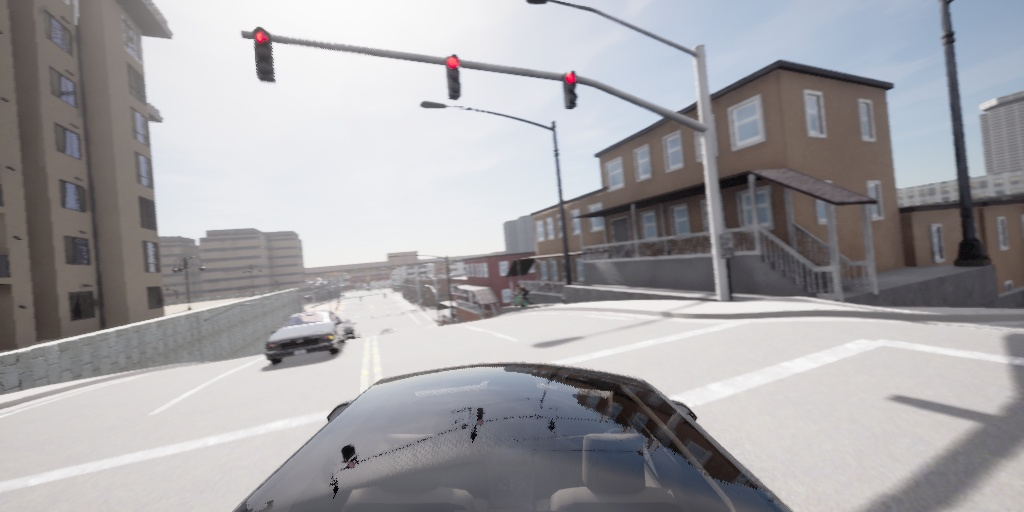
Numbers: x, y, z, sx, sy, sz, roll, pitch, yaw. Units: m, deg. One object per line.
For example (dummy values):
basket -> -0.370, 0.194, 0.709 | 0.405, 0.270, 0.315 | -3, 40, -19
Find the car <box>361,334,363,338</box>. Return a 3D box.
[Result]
car -> -13.915, 7.229, 30.919 | 1.895, 1.301, 4.718 | -5, -13, -22

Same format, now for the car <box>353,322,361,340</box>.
car -> -10.479, 4.597, 21.770 | 1.812, 1.442, 4.674 | -5, -12, -22

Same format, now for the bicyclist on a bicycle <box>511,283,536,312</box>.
bicyclist on a bicycle -> 0.621, 2.404, 21.158 | 1.656, 1.620, 0.582 | -6, -8, -21

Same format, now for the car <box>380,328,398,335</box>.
car -> -14.197, 9.481, 42.045 | 1.895, 1.301, 4.718 | -5, -10, -22

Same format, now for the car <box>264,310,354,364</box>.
car -> -6.942, 2.646, 12.544 | 2.033, 1.411, 5.357 | -5, -5, -22
